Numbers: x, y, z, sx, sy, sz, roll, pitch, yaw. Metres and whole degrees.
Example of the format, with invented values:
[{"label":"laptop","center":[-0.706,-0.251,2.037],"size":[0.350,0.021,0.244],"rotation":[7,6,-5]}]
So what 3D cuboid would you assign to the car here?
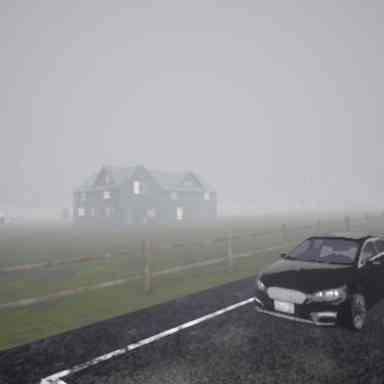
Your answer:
[{"label":"car","center":[3.277,1.723,7.454],"size":[2.128,1.511,4.902],"rotation":[-4,-3,44]}]
